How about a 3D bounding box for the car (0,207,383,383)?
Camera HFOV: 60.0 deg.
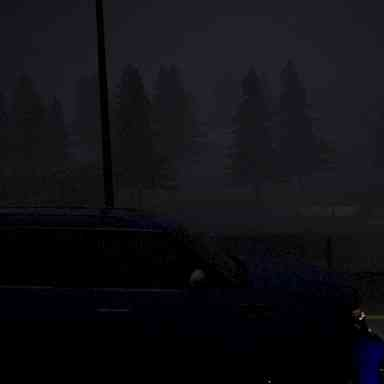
[{"bbox_3d":[-0.835,1.223,3.882,5.566,2.045,2.150,0,0,-3],"label":"car"}]
